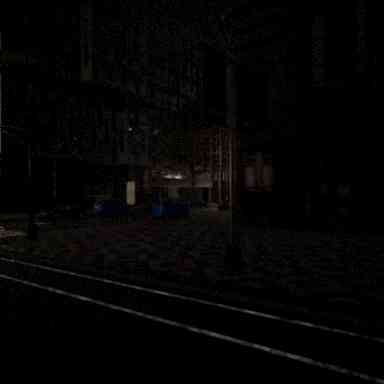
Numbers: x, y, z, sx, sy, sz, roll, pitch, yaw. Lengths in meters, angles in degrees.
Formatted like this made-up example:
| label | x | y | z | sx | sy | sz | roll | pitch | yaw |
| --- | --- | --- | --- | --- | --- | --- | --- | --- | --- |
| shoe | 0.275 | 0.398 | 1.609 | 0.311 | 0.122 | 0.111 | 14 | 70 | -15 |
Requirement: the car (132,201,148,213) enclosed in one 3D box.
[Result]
| label | x | y | z | sx | sy | sz | roll | pitch | yaw |
| --- | --- | --- | --- | --- | --- | --- | --- | --- | --- |
| car | -5.684 | 1.780 | 40.690 | 1.752 | 1.417 | 4.829 | -1 | 0 | 36 |

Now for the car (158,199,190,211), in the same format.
| label | x | y | z | sx | sy | sz | roll | pitch | yaw |
| --- | --- | --- | --- | --- | --- | --- | --- | --- | --- |
| car | -2.404 | 1.769 | 45.253 | 1.752 | 1.417 | 4.829 | -1 | 0 | 36 |

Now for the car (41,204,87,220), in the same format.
| label | x | y | z | sx | sy | sz | roll | pitch | yaw |
| --- | --- | --- | --- | --- | --- | --- | --- | --- | --- |
| car | -12.143 | 1.830 | 31.704 | 2.008 | 1.369 | 4.403 | -1 | 0 | 36 |

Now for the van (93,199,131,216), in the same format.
| label | x | y | z | sx | sy | sz | roll | pitch | yaw |
| --- | --- | --- | --- | --- | --- | --- | --- | --- | --- |
| van | -8.865 | 1.608 | 36.268 | 1.690 | 1.788 | 3.998 | -1 | 0 | 36 |

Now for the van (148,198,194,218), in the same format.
| label | x | y | z | sx | sy | sz | roll | pitch | yaw |
| --- | --- | --- | --- | --- | --- | --- | --- | --- | --- |
| van | -1.943 | 1.501 | 31.293 | 1.690 | 1.788 | 3.998 | -1 | 0 | 36 |

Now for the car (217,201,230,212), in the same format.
| label | x | y | z | sx | sy | sz | roll | pitch | yaw |
| --- | --- | --- | --- | --- | --- | --- | --- | --- | --- |
| car | 4.618 | 1.719 | 40.417 | 1.802 | 1.307 | 4.206 | -1 | 0 | 36 |

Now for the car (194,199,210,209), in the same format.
| label | x | y | z | sx | sy | sz | roll | pitch | yaw |
| --- | --- | --- | --- | --- | --- | --- | --- | --- | --- |
| car | 0.974 | 1.783 | 49.952 | 2.008 | 1.369 | 4.403 | -1 | 0 | 36 |
